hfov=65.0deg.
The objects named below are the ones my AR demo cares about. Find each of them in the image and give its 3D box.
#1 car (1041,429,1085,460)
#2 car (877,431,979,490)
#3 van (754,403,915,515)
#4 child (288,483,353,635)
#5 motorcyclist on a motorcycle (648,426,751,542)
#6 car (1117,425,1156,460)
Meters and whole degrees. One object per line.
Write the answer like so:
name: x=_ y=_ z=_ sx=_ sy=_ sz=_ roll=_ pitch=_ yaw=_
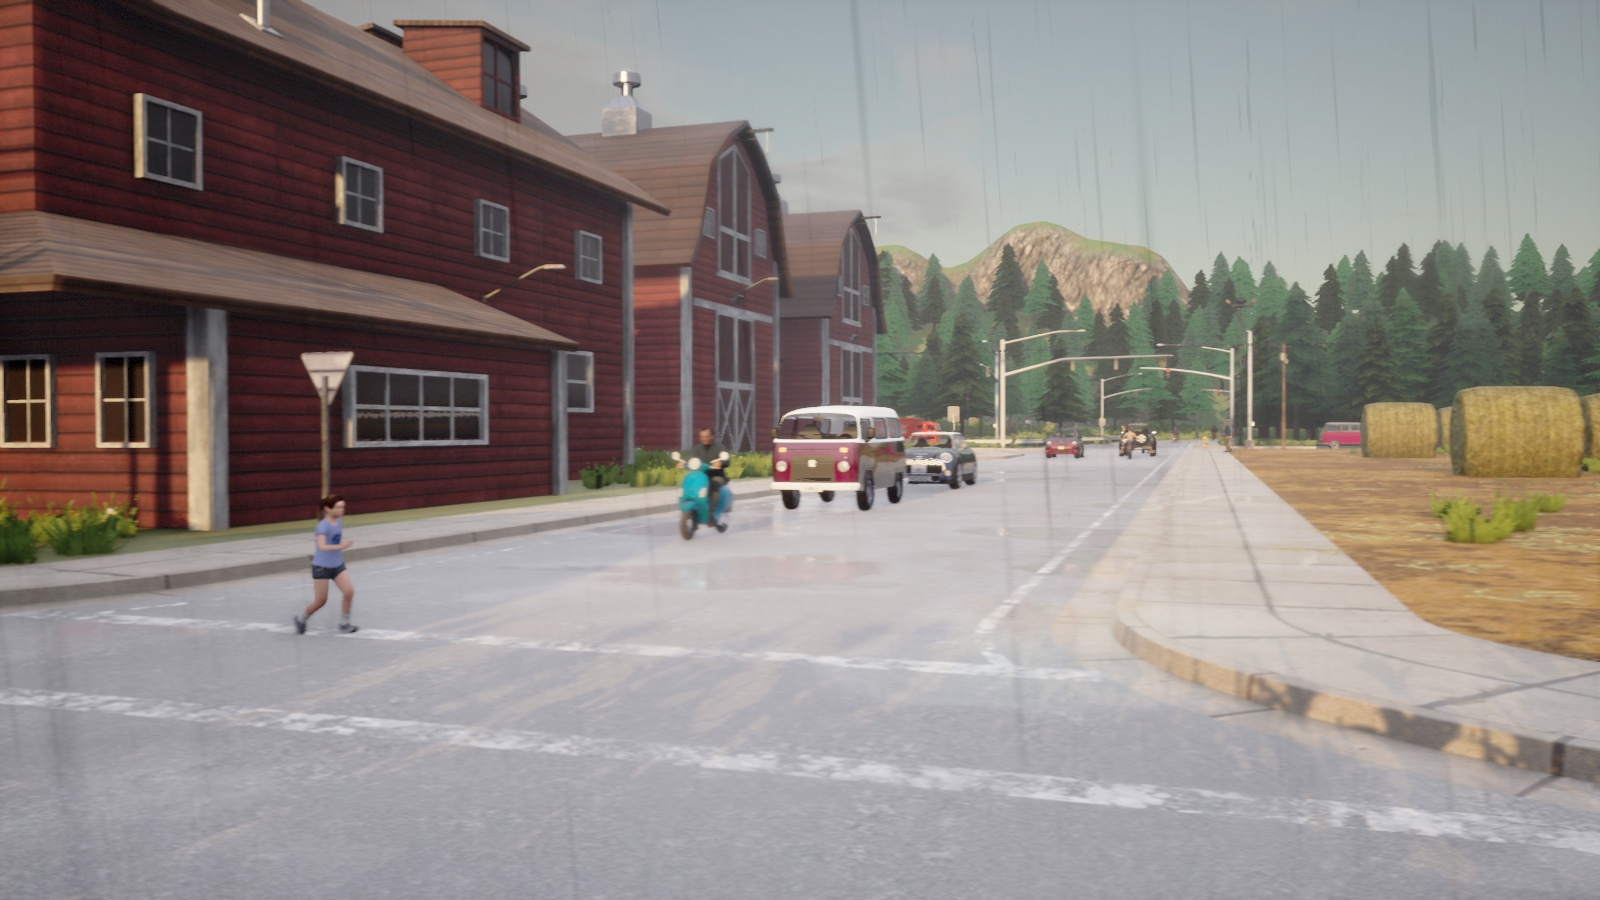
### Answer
car: x=13.954 y=-0.313 z=66.438 sx=1.851 sy=1.617 sz=3.988 roll=1 pitch=1 yaw=18
car: x=3.503 y=0.238 z=33.772 sx=1.970 sy=1.475 sz=3.806 roll=1 pitch=1 yaw=18
van: x=0.811 y=0.120 z=25.350 sx=2.069 sy=2.038 sz=4.480 roll=1 pitch=1 yaw=18
child: x=-3.639 y=0.816 z=9.526 sx=0.394 sy=1.110 sz=0.255 roll=1 pitch=1 yaw=24
motorcyclist on a motorcycle: x=-1.440 y=0.454 z=18.323 sx=0.866 sy=1.590 sz=1.817 roll=1 pitch=1 yaw=18
car: x=18.825 y=-0.436 z=70.172 sx=1.932 sy=1.855 sz=4.605 roll=1 pitch=1 yaw=17
